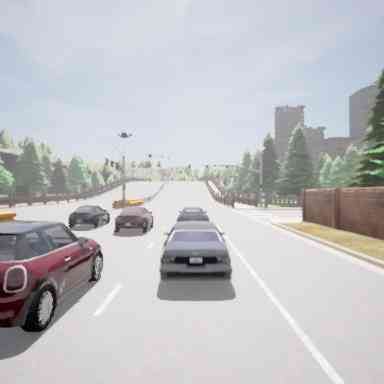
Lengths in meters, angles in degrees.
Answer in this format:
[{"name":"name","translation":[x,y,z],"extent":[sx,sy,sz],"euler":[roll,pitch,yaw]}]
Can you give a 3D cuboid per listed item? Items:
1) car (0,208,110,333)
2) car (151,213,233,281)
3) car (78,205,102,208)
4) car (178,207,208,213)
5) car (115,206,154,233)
[{"name":"car","translation":[-3.414,1.376,7.017],"extent":[2.097,1.767,4.553],"euler":[0,0,0]},{"name":"car","translation":[0.083,1.583,9.961],"extent":[2.033,1.411,5.357],"euler":[0,0,0]},{"name":"car","translation":[-6.940,1.606,22.772],"extent":[1.812,1.442,4.674],"euler":[0,0,0]},{"name":"car","translation":[0.062,1.639,21.158],"extent":[1.994,1.385,4.181],"euler":[0,0,0]},{"name":"car","translation":[-3.443,1.598,20.241],"extent":[1.812,1.442,4.674],"euler":[0,0,0]}]
